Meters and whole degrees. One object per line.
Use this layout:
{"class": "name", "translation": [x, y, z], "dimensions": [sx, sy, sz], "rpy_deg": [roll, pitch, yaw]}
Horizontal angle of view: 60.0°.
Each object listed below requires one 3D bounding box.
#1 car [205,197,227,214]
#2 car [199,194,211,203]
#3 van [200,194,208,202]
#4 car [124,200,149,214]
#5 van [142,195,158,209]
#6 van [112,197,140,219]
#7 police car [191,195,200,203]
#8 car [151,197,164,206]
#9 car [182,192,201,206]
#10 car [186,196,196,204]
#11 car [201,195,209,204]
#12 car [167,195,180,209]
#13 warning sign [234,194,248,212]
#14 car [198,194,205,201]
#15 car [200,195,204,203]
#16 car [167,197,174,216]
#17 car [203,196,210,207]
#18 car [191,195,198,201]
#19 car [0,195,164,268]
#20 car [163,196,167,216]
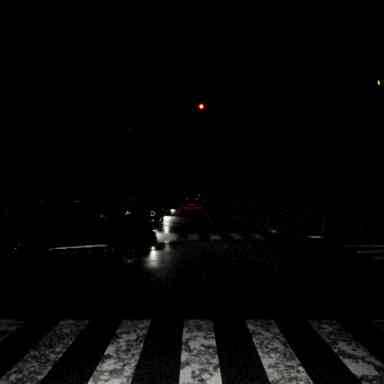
{"class": "car", "translation": [2.713, 1.553, 35.449], "dimensions": [1.887, 1.381, 4.507], "rpy_deg": [0, 0, 0]}
{"class": "car", "translation": [2.645, 1.347, 68.602], "dimensions": [2.192, 1.841, 5.009], "rpy_deg": [0, 0, 0]}
{"class": "van", "translation": [2.635, 1.377, 74.127], "dimensions": [1.690, 1.788, 3.998], "rpy_deg": [0, 0, 0]}
{"class": "car", "translation": [-5.842, 1.553, 35.452], "dimensions": [1.887, 1.381, 4.507], "rpy_deg": [0, 0, 0]}
{"class": "van", "translation": [-5.861, 1.356, 46.501], "dimensions": [1.690, 1.788, 3.998], "rpy_deg": [0, 0, 0]}
{"class": "van", "translation": [-5.833, 1.346, 29.927], "dimensions": [1.690, 1.788, 3.998], "rpy_deg": [0, 0, 0]}
{"class": "police car", "translation": [0.767, 1.461, 74.175], "dimensions": [1.930, 1.638, 5.238], "rpy_deg": [0, 0, 0]}
{"class": "car", "translation": [-5.878, 1.606, 57.552], "dimensions": [1.802, 1.307, 4.206], "rpy_deg": [0, 0, 0]}
{"class": "car", "translation": [-0.050, 1.242, 53.794], "dimensions": [2.150, 2.045, 5.566], "rpy_deg": [0, 0, 0]}
{"class": "car", "translation": [-0.115, 1.534, 64.326], "dimensions": [1.837, 1.490, 4.892], "rpy_deg": [0, 0, 0]}
{"class": "car", "translation": [2.691, 1.560, 46.500], "dimensions": [1.887, 1.381, 4.507], "rpy_deg": [0, 0, 0]}
{"class": "car", "translation": [-3.173, 1.562, 46.051], "dimensions": [2.033, 1.411, 5.357], "rpy_deg": [0, 0, 0]}
{"class": "warning sign", "translation": [5.010, 1.123, 34.068], "dimensions": [1.300, 1.860, 1.060], "rpy_deg": [0, 0, 0]}
{"class": "car", "translation": [2.601, 1.489, 90.704], "dimensions": [1.967, 1.590, 4.097], "rpy_deg": [0, 0, 0]}
{"class": "car", "translation": [2.679, 1.545, 52.195], "dimensions": [1.752, 1.417, 4.829], "rpy_deg": [0, 0, 0]}
{"class": "car", "translation": [-3.159, 1.512, 33.228], "dimensions": [1.837, 1.490, 4.892], "rpy_deg": [0, 0, 0]}
{"class": "car", "translation": [2.702, 1.556, 40.974], "dimensions": [1.887, 1.381, 4.507], "rpy_deg": [0, 0, 0]}
{"class": "car", "translation": [0.738, 1.504, 90.254], "dimensions": [1.801, 1.575, 5.366], "rpy_deg": [0, 0, 0]}
{"class": "car", "translation": [-4.071, 1.262, 11.540], "dimensions": [5.566, 2.045, 2.150], "rpy_deg": [-1, 1, -22]}
{"class": "car", "translation": [-3.204, 1.355, 22.882], "dimensions": [2.097, 1.767, 4.553], "rpy_deg": [0, 0, 2]}
